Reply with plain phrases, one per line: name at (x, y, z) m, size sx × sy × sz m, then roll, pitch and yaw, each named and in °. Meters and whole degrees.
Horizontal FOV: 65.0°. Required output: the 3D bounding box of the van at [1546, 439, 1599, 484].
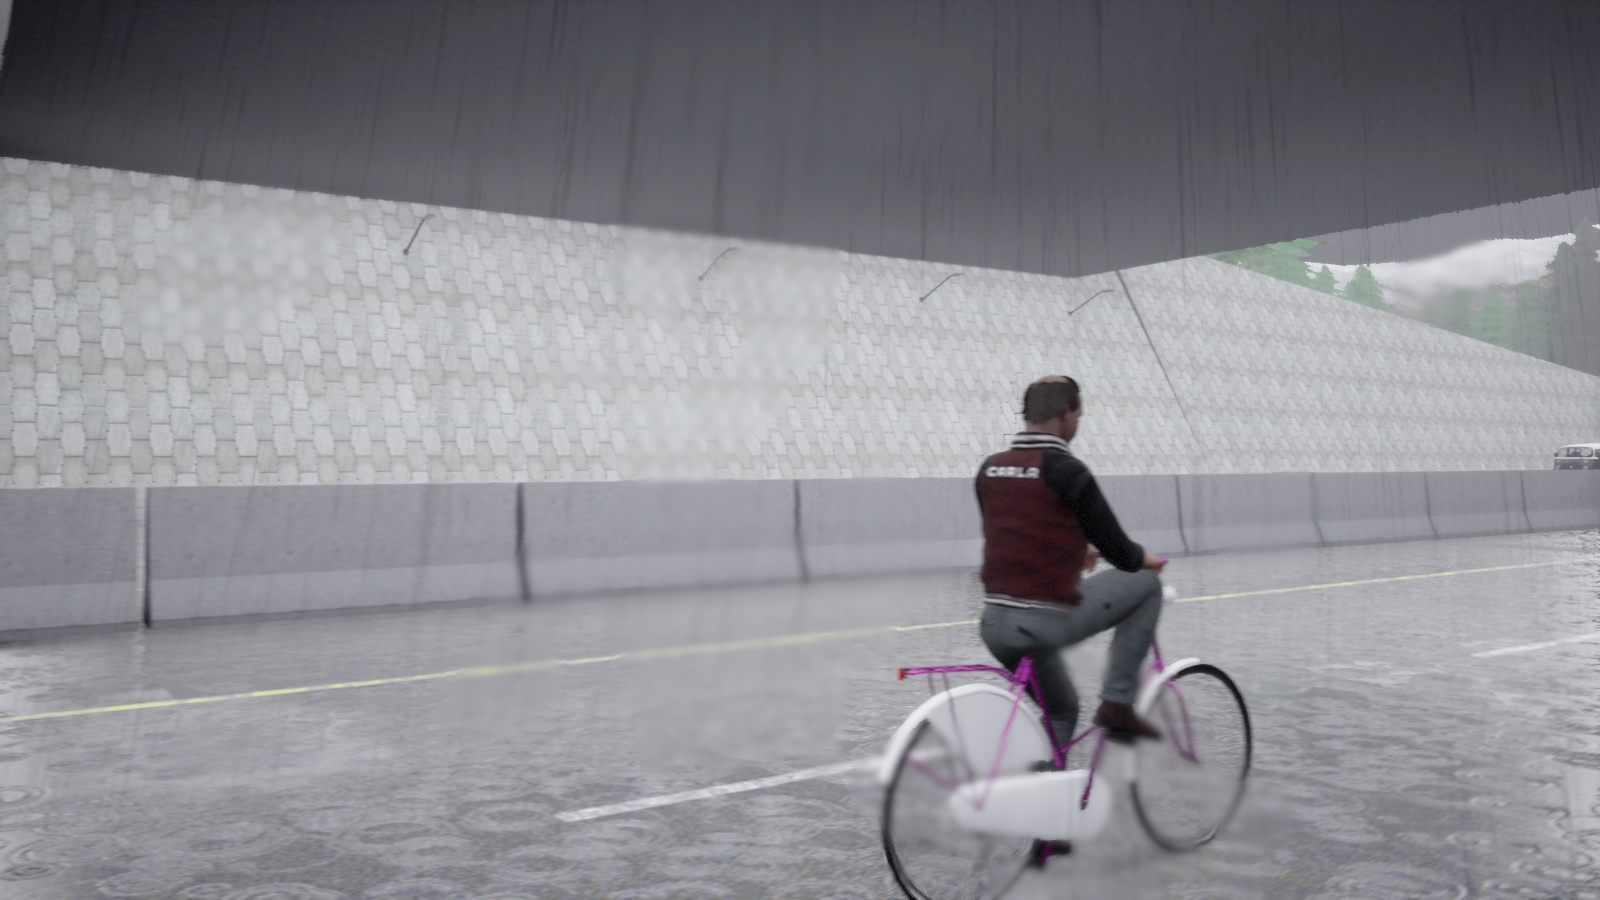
van at (37.637, 0.535, 59.646) m, size 4.480 × 2.038 × 2.069 m, roll 0°, pitch 0°, yaw -35°

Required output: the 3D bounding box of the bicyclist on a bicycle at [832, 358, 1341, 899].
bicyclist on a bicycle at (1.054, 0.624, 4.393) m, size 1.843 × 1.776 × 0.659 m, roll 0°, pitch 0°, yaw -35°
